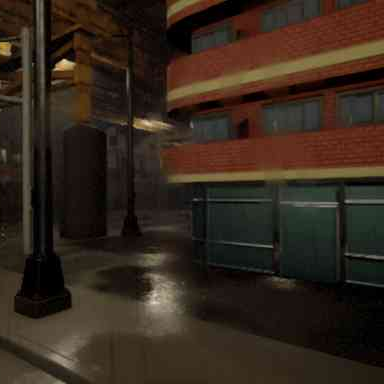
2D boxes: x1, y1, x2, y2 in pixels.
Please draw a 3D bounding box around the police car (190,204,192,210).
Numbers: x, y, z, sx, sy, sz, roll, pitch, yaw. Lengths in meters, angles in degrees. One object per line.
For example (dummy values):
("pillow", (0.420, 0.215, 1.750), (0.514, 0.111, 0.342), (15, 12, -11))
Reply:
("police car", (1.650, 1.638, 44.460), (2.038, 1.542, 4.974), (0, 0, 35))
